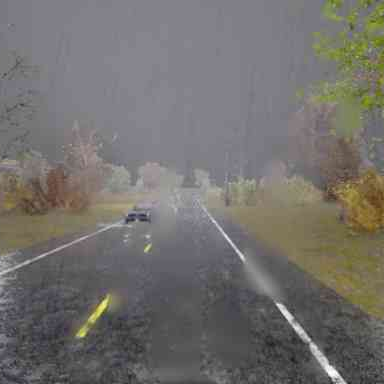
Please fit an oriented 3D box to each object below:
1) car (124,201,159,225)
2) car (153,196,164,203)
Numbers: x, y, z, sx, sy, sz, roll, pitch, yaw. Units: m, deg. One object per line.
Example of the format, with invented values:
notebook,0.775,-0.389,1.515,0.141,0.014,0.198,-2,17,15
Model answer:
car,-3.658,1.597,24.348,1.895,1.301,4.718,0,0,0
car,-6.513,1.467,65.083,1.812,1.442,4.674,0,0,-6
